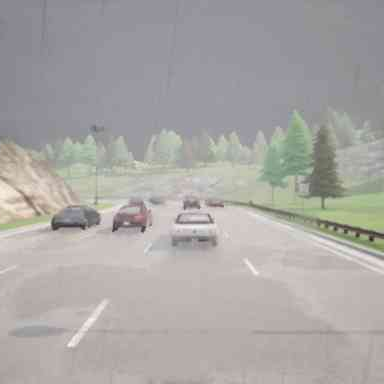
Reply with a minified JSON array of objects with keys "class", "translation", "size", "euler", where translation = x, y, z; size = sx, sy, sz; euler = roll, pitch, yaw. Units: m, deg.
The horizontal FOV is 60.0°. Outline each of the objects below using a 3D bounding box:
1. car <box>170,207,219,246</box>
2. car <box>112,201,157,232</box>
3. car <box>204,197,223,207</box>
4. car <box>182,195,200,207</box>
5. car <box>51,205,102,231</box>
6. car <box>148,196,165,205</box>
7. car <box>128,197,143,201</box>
[{"class":"car","translation":[0.102,1.549,14.937],"size":[1.895,1.301,4.718],"euler":[0,0,0]},{"class":"car","translation":[-3.397,1.458,19.540],"size":[1.812,1.442,4.674],"euler":[0,0,0]},{"class":"car","translation":[3.026,1.404,46.721],"size":[1.994,1.385,4.181],"euler":[0,0,-8]},{"class":"car","translation":[-0.156,1.203,43.459],"size":[2.097,1.767,4.553],"euler":[0,0,-4]},{"class":"car","translation":[-6.896,1.494,20.254],"size":[1.994,1.385,4.181],"euler":[0,0,0]},{"class":"car","translation":[-5.781,1.308,53.572],"size":[2.128,1.511,4.902],"euler":[0,0,-20]},{"class":"car","translation":[-8.622,1.391,50.326],"size":[1.994,1.385,4.181],"euler":[0,0,-17]}]
